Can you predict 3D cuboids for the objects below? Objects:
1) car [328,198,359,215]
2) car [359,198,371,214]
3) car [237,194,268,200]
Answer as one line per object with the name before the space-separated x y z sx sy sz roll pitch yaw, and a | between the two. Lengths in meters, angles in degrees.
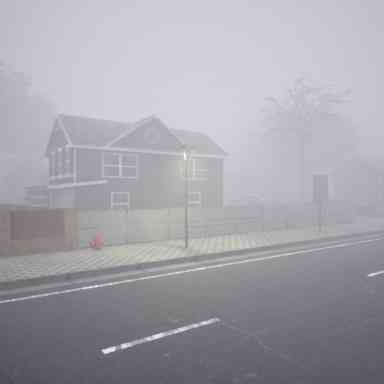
car | 13.514 1.522 33.329 2.128 1.511 4.902 0 0 -35
car | 16.057 1.381 34.725 2.097 1.767 4.553 0 0 -35
car | 7.805 1.269 41.426 2.150 2.045 5.566 0 0 -35
